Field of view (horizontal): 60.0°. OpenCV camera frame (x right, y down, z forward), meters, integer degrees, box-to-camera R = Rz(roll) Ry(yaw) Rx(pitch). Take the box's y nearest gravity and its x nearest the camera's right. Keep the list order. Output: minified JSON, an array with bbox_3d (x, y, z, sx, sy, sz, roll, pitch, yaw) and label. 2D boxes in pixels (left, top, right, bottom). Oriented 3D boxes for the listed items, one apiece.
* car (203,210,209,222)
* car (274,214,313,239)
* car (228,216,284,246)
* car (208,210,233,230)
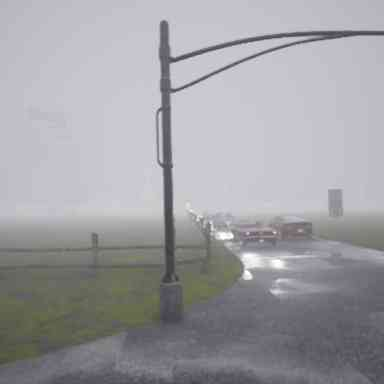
[{"bbox_3d":[2.547,3.249,45.682,1.882,1.535,5.008,-2,-2,-2],"label":"car"},{"bbox_3d":[6.286,2.219,21.960,1.882,1.535,5.008,-2,-2,-2],"label":"car"},{"bbox_3d":[3.565,2.323,19.607,1.895,1.301,4.718,-2,-2,-2],"label":"car"},{"bbox_3d":[3.096,2.687,31.303,2.128,1.511,4.902,-1,-2,-2],"label":"car"}]
